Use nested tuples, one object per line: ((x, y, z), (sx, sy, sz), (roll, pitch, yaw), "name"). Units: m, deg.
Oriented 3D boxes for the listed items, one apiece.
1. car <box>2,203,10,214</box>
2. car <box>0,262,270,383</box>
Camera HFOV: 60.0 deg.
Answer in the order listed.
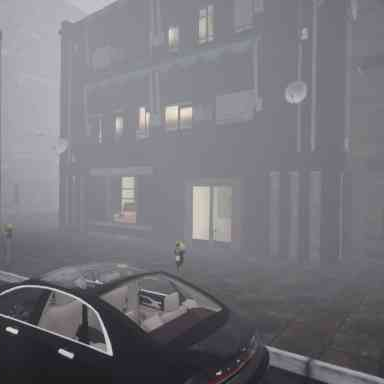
((-21.549, 1.623, 34.887), (2.008, 1.369, 4.403), (1, 0, 36), "car")
((-1.306, 1.550, 3.943), (4.403, 1.369, 2.008), (0, 1, 35), "car")
